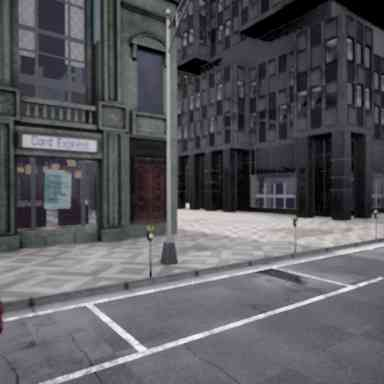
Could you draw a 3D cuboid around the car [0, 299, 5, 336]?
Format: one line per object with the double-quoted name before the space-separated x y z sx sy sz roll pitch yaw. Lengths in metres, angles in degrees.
"car" -4.524 1.548 3.424 4.507 1.381 1.887 0 0 -36
